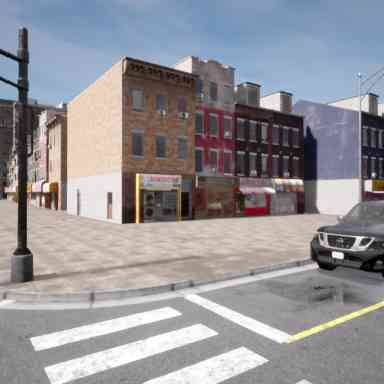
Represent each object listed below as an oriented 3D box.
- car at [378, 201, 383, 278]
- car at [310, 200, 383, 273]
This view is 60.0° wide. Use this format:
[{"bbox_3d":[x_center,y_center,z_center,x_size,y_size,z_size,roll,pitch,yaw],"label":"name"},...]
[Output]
[{"bbox_3d":[6.361,1.243,6.819,5.566,2.045,2.150,0,0,-35],"label":"car"},{"bbox_3d":[5.960,1.266,10.022,5.566,2.045,2.150,0,-1,-35],"label":"car"}]
